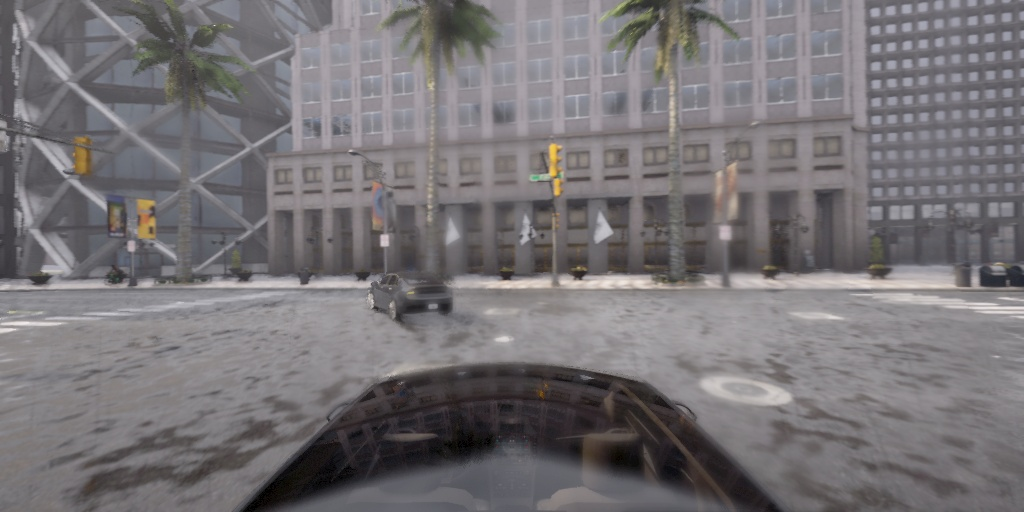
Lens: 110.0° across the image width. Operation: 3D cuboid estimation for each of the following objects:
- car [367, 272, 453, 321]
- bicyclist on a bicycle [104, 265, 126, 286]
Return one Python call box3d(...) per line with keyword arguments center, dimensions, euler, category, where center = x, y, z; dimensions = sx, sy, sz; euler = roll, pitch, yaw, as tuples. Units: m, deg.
box3d(center=(-3.785, 1.315, 12.936), dimensions=(1.837, 1.490, 4.892), euler=(1, -1, -35), category="car")
box3d(center=(-31.213, 1.499, 28.225), dimensions=(0.582, 1.620, 1.656), euler=(-1, 0, -3), category="bicyclist on a bicycle")
